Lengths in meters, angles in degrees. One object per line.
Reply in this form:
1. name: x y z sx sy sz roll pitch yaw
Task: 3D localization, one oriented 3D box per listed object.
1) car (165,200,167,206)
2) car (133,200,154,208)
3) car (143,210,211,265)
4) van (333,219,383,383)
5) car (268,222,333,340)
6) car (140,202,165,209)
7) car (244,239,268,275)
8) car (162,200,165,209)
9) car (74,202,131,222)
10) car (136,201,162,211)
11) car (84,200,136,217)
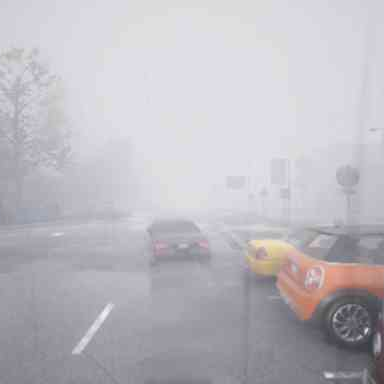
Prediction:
1. car: -7.987 2.665 64.197 5.008 1.535 2.097 0 -1 1
2. car: -11.612 2.872 80.379 4.553 1.767 2.097 1 1 11
3. car: -0.699 1.602 11.864 2.033 1.411 5.357 0 -1 -10
4. van: 3.810 1.257 2.744 4.442 1.987 1.878 0 0 0
5. car: 3.899 1.365 5.781 4.553 1.767 2.185 0 0 0
6. car: -7.948 2.780 67.344 4.674 1.452 2.002 0 -1 1
7. car: 4.118 1.507 8.698 5.366 1.575 1.946 0 0 0
8. car: -8.008 2.589 60.925 4.892 1.521 2.231 0 -1 1
9. car: -8.279 1.901 30.151 4.674 1.452 2.002 0 -1 0
10. car: -8.044 2.550 57.649 4.674 1.452 2.002 0 -1 1
11. car: -8.320 1.809 33.325 4.553 1.767 2.185 0 -1 0
